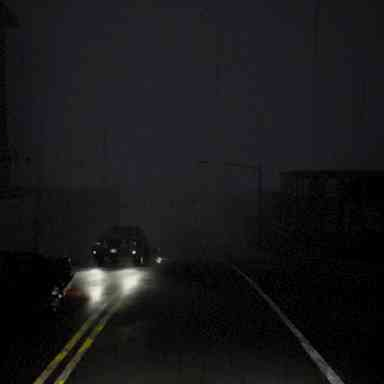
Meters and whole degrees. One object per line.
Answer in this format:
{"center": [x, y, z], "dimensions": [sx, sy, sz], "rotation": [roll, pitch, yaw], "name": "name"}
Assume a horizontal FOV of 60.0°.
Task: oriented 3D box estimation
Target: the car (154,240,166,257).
{"center": [-3.597, 5.387, 31.837], "dimensions": [1.882, 1.535, 5.008], "rotation": [0, -9, 0], "name": "car"}

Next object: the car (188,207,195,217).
{"center": [-0.091, 5.513, 85.264], "dimensions": [1.837, 1.490, 4.892], "rotation": [0, 3, 0], "name": "car"}

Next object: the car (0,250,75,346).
{"center": [-3.601, 1.712, 5.354], "dimensions": [2.033, 1.411, 5.357], "rotation": [0, -2, 0], "name": "car"}

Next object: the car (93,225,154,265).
{"center": [-3.618, 2.810, 18.011], "dimensions": [2.150, 2.045, 5.566], "rotation": [0, -10, 0], "name": "car"}
